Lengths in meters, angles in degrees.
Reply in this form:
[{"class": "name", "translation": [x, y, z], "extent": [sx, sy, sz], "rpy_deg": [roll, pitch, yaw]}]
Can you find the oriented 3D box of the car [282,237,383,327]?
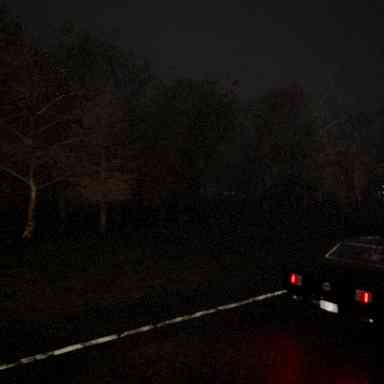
[{"class": "car", "translation": [4.066, 1.598, 6.773], "extent": [4.718, 1.301, 1.895], "rpy_deg": [0, 0, -36]}]
